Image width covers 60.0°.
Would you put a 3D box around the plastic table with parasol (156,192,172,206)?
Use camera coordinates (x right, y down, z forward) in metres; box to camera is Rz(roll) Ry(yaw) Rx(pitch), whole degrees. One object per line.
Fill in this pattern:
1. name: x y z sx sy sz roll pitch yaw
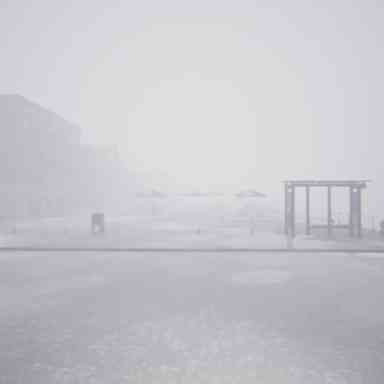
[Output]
1. plastic table with parasol: -4.785 1.217 57.745 2.482 2.480 2.482 0 0 2
